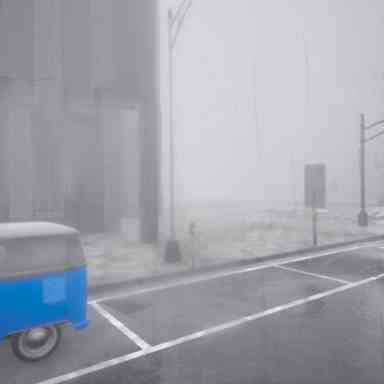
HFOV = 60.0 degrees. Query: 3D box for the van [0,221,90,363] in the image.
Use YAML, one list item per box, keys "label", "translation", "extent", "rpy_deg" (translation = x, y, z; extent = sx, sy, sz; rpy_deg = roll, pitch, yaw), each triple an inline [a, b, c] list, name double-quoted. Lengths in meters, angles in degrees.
- label: "van"
  translation: [-3.376, 1.345, 4.247]
  extent: [3.998, 1.788, 1.690]
  rpy_deg: [-1, 0, -35]
